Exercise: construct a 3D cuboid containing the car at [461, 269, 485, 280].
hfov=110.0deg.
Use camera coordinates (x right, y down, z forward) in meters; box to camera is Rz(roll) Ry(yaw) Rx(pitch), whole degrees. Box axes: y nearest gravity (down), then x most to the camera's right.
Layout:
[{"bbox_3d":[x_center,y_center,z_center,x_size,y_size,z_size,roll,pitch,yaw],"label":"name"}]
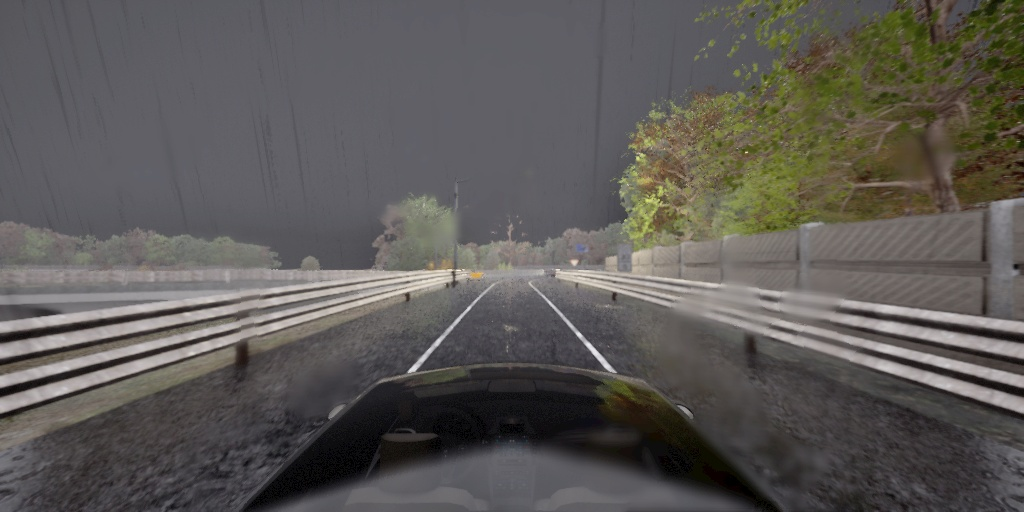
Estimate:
[{"bbox_3d":[-5.630,2.415,46.943,1.882,1.535,5.008,-2,-3,40],"label":"car"}]
